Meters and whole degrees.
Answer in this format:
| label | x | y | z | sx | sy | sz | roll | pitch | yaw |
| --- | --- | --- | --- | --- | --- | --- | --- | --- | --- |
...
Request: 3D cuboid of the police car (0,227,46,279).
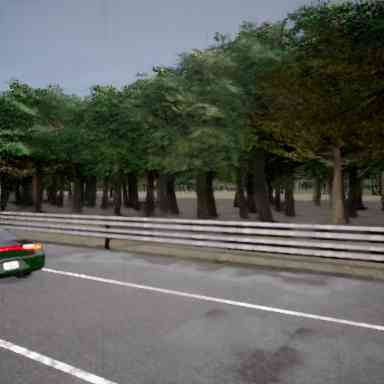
| label | x | y | z | sx | sy | sz | roll | pitch | yaw |
| --- | --- | --- | --- | --- | --- | --- | --- | --- | --- |
| police car | -6.417 | 1.618 | 9.331 | 4.974 | 1.542 | 2.038 | -1 | -1 | 32 |
